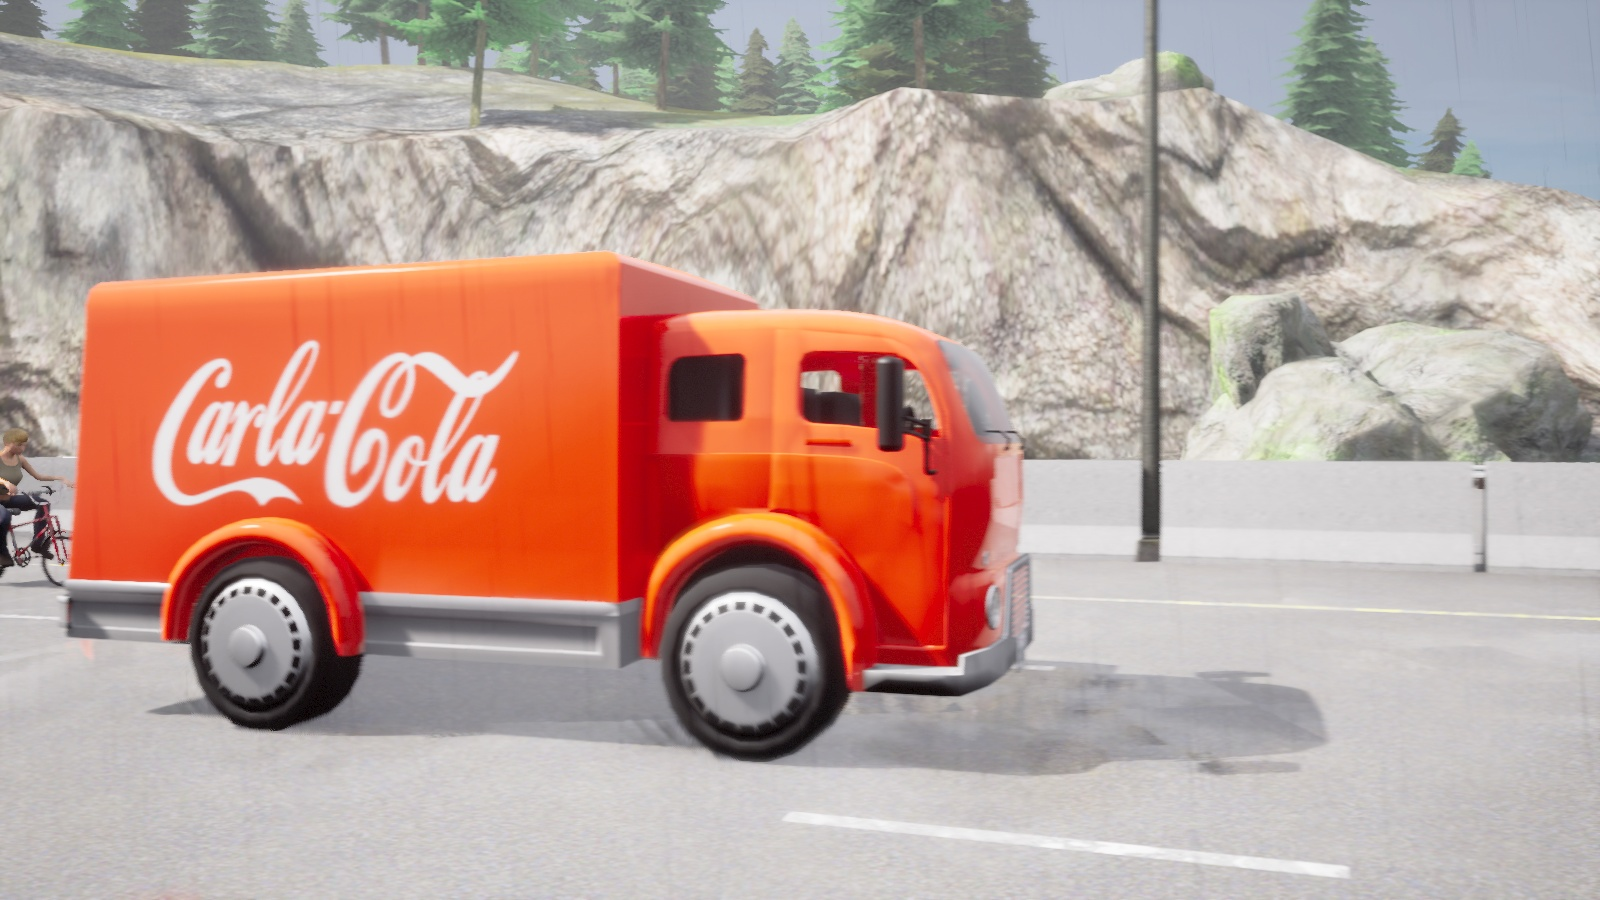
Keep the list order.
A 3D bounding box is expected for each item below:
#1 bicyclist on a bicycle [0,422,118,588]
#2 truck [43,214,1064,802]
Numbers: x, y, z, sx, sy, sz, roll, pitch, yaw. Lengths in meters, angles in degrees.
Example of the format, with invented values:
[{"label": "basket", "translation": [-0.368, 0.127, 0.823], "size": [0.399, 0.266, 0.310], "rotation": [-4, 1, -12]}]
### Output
[{"label": "bicyclist on a bicycle", "translation": [-7.921, 0.525, 12.800], "size": [1.509, 1.612, 0.866], "rotation": [0, 1, 14]}, {"label": "truck", "translation": [-1.252, 0.216, 7.310], "size": [5.204, 2.467, 2.627], "rotation": [1, 1, 18]}]
